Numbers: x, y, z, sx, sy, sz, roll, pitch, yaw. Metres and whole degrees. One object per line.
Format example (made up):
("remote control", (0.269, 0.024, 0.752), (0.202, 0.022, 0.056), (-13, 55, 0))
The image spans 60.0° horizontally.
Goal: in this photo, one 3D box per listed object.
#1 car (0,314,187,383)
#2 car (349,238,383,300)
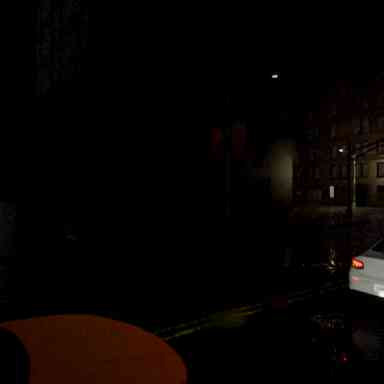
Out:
("car", (-2.294, 1.477, 1.806), (5.008, 1.535, 1.882), (0, 0, -35))
("car", (5.208, 1.532, 7.151), (4.674, 1.442, 1.812), (0, 0, -35))
